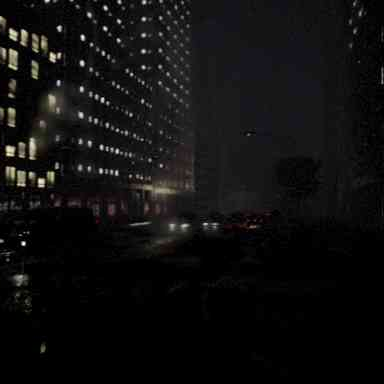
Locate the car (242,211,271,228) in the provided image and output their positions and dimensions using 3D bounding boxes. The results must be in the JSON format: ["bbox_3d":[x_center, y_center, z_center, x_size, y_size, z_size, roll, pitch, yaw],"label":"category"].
[{"bbox_3d":[7.300,3.137,36.826,2.033,1.411,5.357,0,-2,19],"label":"car"}]

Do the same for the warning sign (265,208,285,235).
[{"bbox_3d":[6.194,2.192,24.829,1.300,1.860,1.060,1,-1,19],"label":"warning sign"}]

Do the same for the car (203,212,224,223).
[{"bbox_3d":[3.080,3.414,45.119,2.033,1.411,5.357,0,-3,19],"label":"car"}]

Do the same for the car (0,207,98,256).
[{"bbox_3d":[-6.767,1.729,15.952,2.150,2.045,5.566,0,-3,19],"label":"car"}]

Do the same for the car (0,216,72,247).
[{"bbox_3d":[-9.136,2.165,19.111,1.994,1.385,4.181,0,-2,19],"label":"car"}]

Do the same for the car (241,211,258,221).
[{"bbox_3d":[9.184,3.764,52.972,1.882,1.535,5.008,0,-3,19],"label":"car"}]

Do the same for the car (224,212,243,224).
[{"bbox_3d":[5.997,3.316,43.332,1.882,1.535,5.008,0,-3,19],"label":"car"}]

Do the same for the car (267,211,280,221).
[{"bbox_3d":[13.780,4.015,56.152,1.812,1.442,4.674,0,-3,19],"label":"car"}]

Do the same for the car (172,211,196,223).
[{"bbox_3d":[-1.001,3.203,43.256,1.882,1.535,5.008,0,-3,19],"label":"car"}]
